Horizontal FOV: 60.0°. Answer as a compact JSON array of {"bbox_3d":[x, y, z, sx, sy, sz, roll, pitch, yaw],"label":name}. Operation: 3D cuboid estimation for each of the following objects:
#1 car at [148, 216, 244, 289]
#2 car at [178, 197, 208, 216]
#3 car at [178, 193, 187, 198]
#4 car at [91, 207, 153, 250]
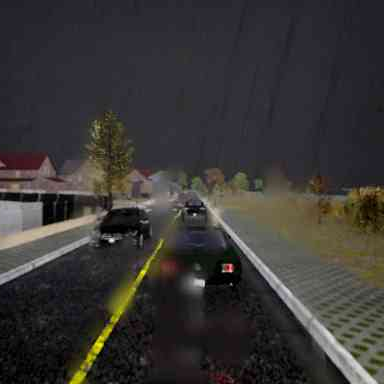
[{"bbox_3d":[0.126,1.559,8.980,1.895,1.301,4.718,0,0,0],"label":"car"},{"bbox_3d":[0.202,1.372,25.590,2.128,1.511,4.902,0,0,0],"label":"car"},{"bbox_3d":[-2.375,0.970,82.524,2.097,1.767,4.553,0,0,0],"label":"car"},{"bbox_3d":[-2.785,1.438,14.026,1.837,1.490,4.892,0,0,0],"label":"car"}]
